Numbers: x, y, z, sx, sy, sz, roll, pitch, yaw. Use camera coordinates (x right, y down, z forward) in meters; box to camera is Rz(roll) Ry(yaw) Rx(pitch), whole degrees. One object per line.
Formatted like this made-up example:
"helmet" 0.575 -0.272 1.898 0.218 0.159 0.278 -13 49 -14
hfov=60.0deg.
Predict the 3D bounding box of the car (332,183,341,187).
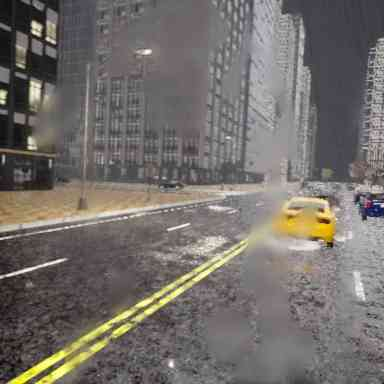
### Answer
"car" 34.461 -1.138 79.331 1.895 1.301 4.718 4 3 24

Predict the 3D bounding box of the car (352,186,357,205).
"car" 17.008 0.461 32.652 1.882 1.535 5.008 4 4 25

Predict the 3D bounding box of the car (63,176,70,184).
"car" -23.769 -2.223 59.560 4.313 1.339 1.947 3 3 23

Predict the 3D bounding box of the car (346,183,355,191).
"car" 37.239 -0.991 77.591 2.128 1.511 4.902 4 3 24

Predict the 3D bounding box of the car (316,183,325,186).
"car" 28.943 -1.221 74.982 1.812 1.442 4.674 4 3 24

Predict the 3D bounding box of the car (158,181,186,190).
"car" -3.049 -1.053 50.688 4.403 1.369 2.008 3 3 23

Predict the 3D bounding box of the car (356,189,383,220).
"car" 11.390 0.755 20.157 2.097 1.767 4.553 4 3 24

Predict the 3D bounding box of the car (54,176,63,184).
"car" -21.953 -1.928 49.629 4.097 1.590 1.967 3 3 23

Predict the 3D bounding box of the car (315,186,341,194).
"car" 12.024 0.497 29.410 1.994 1.385 4.181 4 4 24

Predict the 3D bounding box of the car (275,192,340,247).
"car" 4.504 0.968 12.762 1.882 1.535 5.008 4 3 24

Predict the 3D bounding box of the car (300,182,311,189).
"car" 26.003 -1.594 76.330 2.097 1.767 4.553 4 3 24
